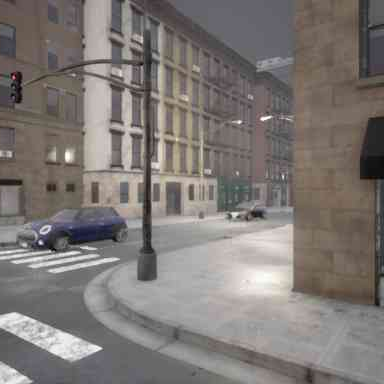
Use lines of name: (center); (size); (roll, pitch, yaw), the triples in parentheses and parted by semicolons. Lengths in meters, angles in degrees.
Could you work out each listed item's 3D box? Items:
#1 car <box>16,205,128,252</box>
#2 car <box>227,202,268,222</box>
car: (-4.976, 1.404, 14.292); (2.097, 1.767, 4.553); (0, 0, 36)
car: (4.717, 1.629, 27.874); (2.128, 1.511, 4.902); (0, 0, 36)
